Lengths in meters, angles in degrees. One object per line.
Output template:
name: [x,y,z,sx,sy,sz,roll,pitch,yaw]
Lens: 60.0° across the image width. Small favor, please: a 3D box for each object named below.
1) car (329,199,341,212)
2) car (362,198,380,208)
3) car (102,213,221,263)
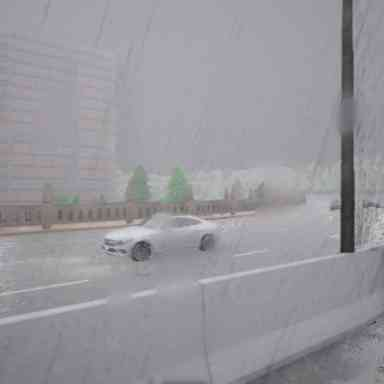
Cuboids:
car: [17.242,1.538,38.641,1.837,1.490,4.892,0,0,30]
car: [25.820,1.565,47.920,1.812,1.442,4.674,0,0,23]
car: [-0.954,1.534,12.252,4.674,1.442,1.812,0,0,-39]
